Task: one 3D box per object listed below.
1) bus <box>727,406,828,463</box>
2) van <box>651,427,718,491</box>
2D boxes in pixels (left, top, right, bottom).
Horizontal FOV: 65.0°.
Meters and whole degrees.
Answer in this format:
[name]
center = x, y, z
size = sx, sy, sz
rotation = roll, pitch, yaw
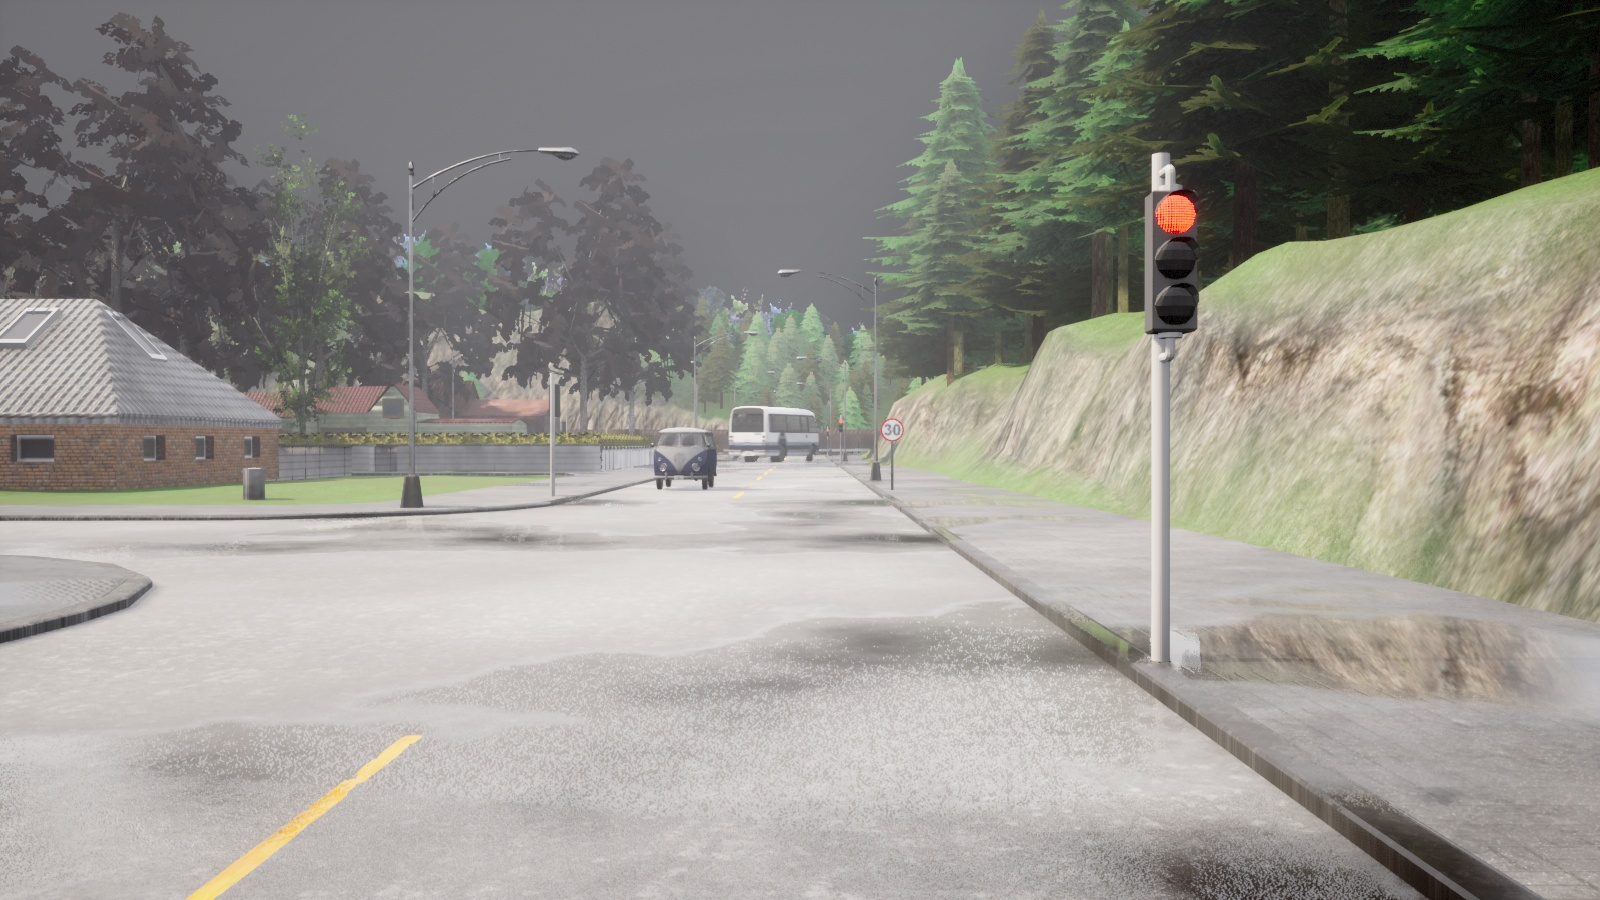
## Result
[bus]
center = -1.614, -1.189, 98.914
size = 3.944, 4.253, 10.273
rotation = 0, 0, 25
[van]
center = -3.750, 0.263, 41.344
size = 1.775, 1.987, 4.442
rotation = 0, 0, 0
